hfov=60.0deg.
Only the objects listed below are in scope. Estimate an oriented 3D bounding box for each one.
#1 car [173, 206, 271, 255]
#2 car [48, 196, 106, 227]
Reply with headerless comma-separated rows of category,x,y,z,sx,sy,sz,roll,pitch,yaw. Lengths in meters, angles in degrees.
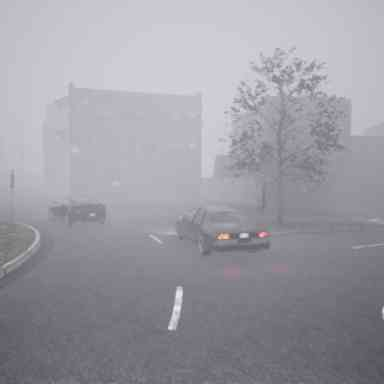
car,0.762,1.200,11.743,2.033,1.411,5.357,-1,2,-16
car,-6.524,0.955,18.603,1.882,1.535,5.008,-1,1,-38
